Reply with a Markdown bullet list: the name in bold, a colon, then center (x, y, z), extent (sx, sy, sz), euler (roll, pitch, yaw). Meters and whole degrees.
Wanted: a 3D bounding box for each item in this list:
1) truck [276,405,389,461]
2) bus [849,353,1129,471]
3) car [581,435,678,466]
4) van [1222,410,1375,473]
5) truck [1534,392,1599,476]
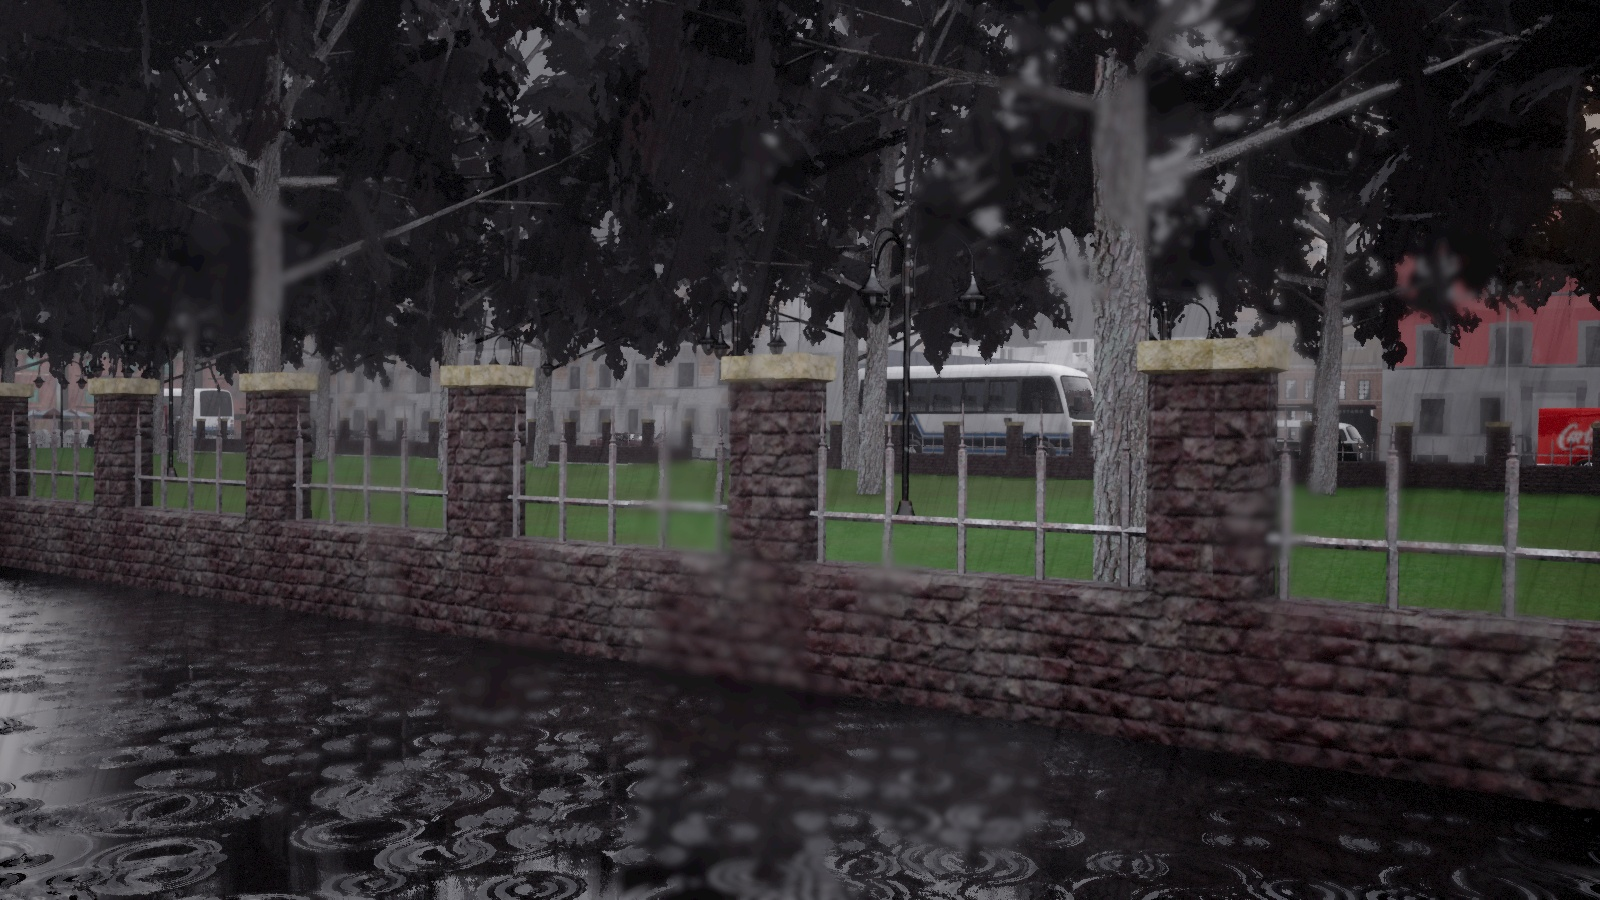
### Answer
- **truck**: center (-30.346, -1.087, 81.380), extent (7.936, 3.462, 2.891), euler (0, 1, 35)
- **bus**: center (7.328, -1.390, 49.699), extent (10.273, 4.253, 3.944), euler (0, 1, 35)
- **car**: center (-8.264, 0.002, 60.824), extent (4.674, 1.442, 1.812), euler (0, 1, 36)
- **van**: center (16.983, -0.284, 42.855), extent (4.480, 2.038, 2.069), euler (0, 1, 35)
- **truck**: center (24.907, -0.489, 37.226), extent (5.204, 2.467, 2.627), euler (0, 1, 36)
